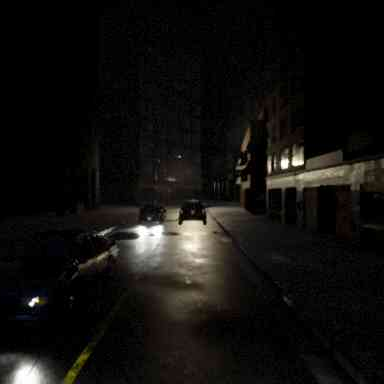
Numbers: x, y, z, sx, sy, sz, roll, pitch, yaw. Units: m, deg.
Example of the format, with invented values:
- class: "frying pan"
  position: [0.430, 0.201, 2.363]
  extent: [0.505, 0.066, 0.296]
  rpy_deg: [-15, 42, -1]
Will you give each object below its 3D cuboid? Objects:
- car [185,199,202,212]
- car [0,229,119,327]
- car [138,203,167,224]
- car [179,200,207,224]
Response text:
- class: "car"
  position: [0.299, 1.798, 45.515]
  extent: [2.128, 1.511, 4.902]
  rpy_deg: [0, -1, 3]
- class: "car"
  position: [-3.081, 1.608, 7.651]
  extent: [2.033, 1.411, 5.357]
  rpy_deg: [0, 0, 1]
- class: "car"
  position: [-3.064, 1.676, 26.439]
  extent: [2.128, 1.511, 4.902]
  rpy_deg: [0, 0, 0]
- class: "car"
  position: [0.072, 1.534, 26.424]
  extent: [2.097, 1.767, 4.553]
  rpy_deg: [0, 0, 0]
